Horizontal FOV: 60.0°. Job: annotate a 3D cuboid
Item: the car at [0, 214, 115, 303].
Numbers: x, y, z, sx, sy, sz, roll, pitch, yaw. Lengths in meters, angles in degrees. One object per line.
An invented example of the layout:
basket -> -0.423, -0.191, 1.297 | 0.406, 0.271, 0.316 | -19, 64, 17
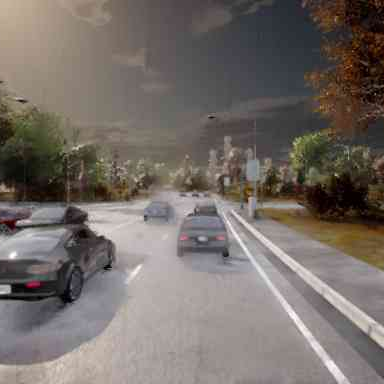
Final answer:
car -> -3.218, 1.501, 8.036 | 1.812, 1.442, 4.674 | 0, 0, 1

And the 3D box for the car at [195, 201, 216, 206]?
car -> 1.157, 1.463, 28.516 | 1.895, 1.301, 4.718 | 0, 0, 3

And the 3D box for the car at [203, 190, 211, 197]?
car -> 4.411, 0.653, 94.906 | 1.812, 1.442, 4.674 | 0, 1, 2

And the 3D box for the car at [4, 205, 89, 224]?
car -> -6.635, 1.413, 16.243 | 1.882, 1.535, 5.008 | 0, 0, 3

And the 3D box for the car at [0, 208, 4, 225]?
car -> -10.068, 1.522, 17.949 | 1.895, 1.301, 4.718 | 0, 0, 3

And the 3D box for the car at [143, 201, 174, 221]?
car -> -2.488, 1.426, 25.716 | 2.033, 1.411, 5.357 | 0, 0, 3

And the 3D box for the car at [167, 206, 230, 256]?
car -> 0.430, 1.508, 12.904 | 2.033, 1.411, 5.357 | 0, 0, 2

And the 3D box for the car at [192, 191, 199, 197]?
car -> 0.900, 0.720, 94.763 | 1.895, 1.301, 4.718 | 0, 1, 2

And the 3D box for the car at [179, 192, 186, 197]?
car -> -2.662, 0.712, 93.591 | 2.033, 1.411, 5.357 | 0, 1, 3
